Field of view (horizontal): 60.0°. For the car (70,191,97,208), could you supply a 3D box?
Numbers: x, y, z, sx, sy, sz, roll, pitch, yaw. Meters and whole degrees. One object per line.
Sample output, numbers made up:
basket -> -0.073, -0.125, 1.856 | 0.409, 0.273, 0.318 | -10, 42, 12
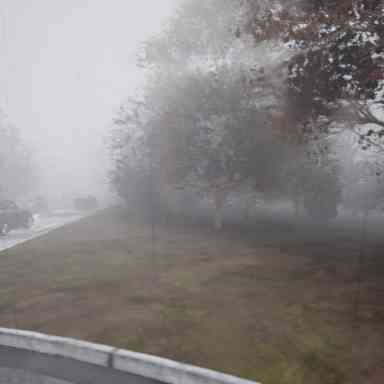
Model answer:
car -> -12.446, 1.048, 39.014 | 1.882, 1.535, 5.008 | 0, 1, -7

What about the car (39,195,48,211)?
car -> -15.291, 1.034, 31.461 | 2.097, 1.767, 4.553 | 0, 1, -6

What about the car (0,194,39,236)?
car -> -9.954, 1.186, 17.146 | 2.097, 1.767, 4.553 | 0, 1, -6

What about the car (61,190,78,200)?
car -> -16.981, 0.466, 46.870 | 2.097, 1.767, 4.553 | 0, 1, -7
